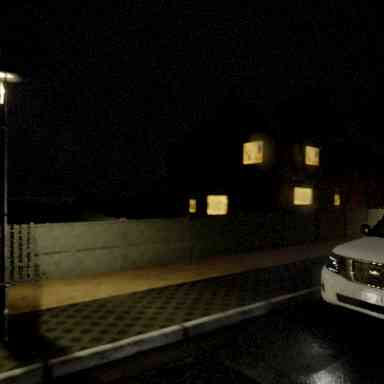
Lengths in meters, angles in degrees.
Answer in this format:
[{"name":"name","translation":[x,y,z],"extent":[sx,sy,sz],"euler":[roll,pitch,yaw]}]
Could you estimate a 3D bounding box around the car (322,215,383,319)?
[{"name":"car","translation":[4.935,1.243,6.542],"extent":[5.566,2.045,2.150],"euler":[1,0,-35]}]
